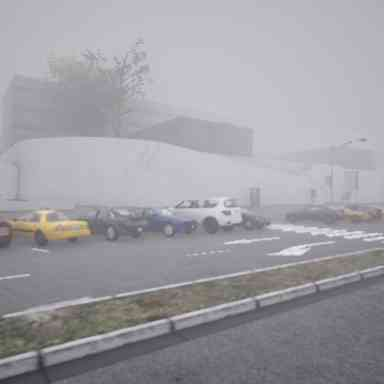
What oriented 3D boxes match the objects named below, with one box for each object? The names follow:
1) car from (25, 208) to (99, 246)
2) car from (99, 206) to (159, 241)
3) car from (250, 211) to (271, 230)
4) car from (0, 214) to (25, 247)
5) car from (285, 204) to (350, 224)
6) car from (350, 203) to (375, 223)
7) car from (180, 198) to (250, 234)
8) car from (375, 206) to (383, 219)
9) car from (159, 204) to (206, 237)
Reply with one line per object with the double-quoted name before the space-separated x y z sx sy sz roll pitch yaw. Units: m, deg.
"car" -7.033 1.522 15.524 5.366 1.575 1.946 -1 -1 35
"car" -4.446 1.555 17.145 4.892 1.521 2.231 -1 -1 35
"car" 2.836 1.657 22.349 4.892 1.521 2.231 -1 -2 34
"car" -9.334 1.525 13.705 4.792 1.488 2.163 -1 -1 35
"car" 10.127 1.818 27.522 4.674 1.452 2.002 -1 -1 35
"car" 12.708 1.819 29.153 5.366 1.575 1.946 -1 -2 35
"car" 0.382 1.368 20.626 5.566 2.045 2.435 -1 -1 35
"car" 14.958 1.902 30.999 4.792 1.488 2.163 -1 -1 35
"car" -2.021 1.585 18.886 5.008 1.535 2.097 -1 -1 35
